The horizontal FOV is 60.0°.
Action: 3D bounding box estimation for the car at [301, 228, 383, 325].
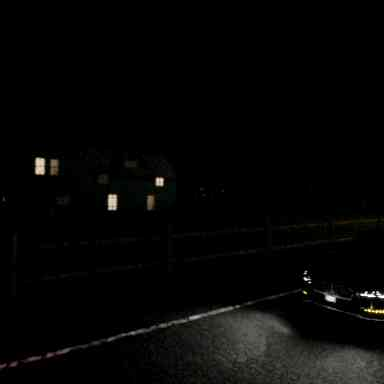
[{"bbox_3d":[4.333,1.580,7.072,4.892,1.490,1.837,1,0,-36],"label":"car"}]
